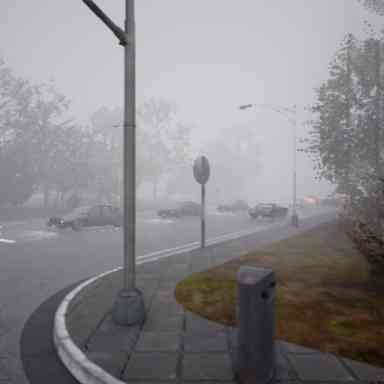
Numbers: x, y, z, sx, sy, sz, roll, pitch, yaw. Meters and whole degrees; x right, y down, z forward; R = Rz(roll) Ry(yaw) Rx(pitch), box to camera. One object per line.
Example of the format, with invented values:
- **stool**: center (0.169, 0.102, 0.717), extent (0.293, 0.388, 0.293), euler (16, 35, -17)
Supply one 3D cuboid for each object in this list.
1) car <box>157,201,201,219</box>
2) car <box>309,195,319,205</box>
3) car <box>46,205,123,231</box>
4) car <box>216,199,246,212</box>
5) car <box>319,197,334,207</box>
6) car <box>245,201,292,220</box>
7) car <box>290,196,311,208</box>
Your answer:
- **car**: center (-0.875, 1.531, 29.468), extent (2.033, 1.411, 5.357), euler (0, 0, 32)
- **car**: center (20.712, 1.339, 56.734), extent (2.097, 1.767, 4.553), euler (0, 0, 32)
- **car**: center (-6.252, 1.531, 20.895), extent (2.033, 1.411, 5.357), euler (0, 0, 36)
- **car**: center (4.817, 1.531, 38.463), extent (2.033, 1.411, 5.357), euler (0, 0, 32)
- **car**: center (21.541, 1.469, 51.485), extent (1.882, 1.535, 5.008), euler (0, 0, 32)
- **car**: center (6.461, 1.592, 27.630), extent (1.895, 1.301, 4.718), euler (0, 0, 32)
- **car**: center (15.453, 1.588, 48.405), extent (1.895, 1.301, 4.718), euler (0, 0, 32)
